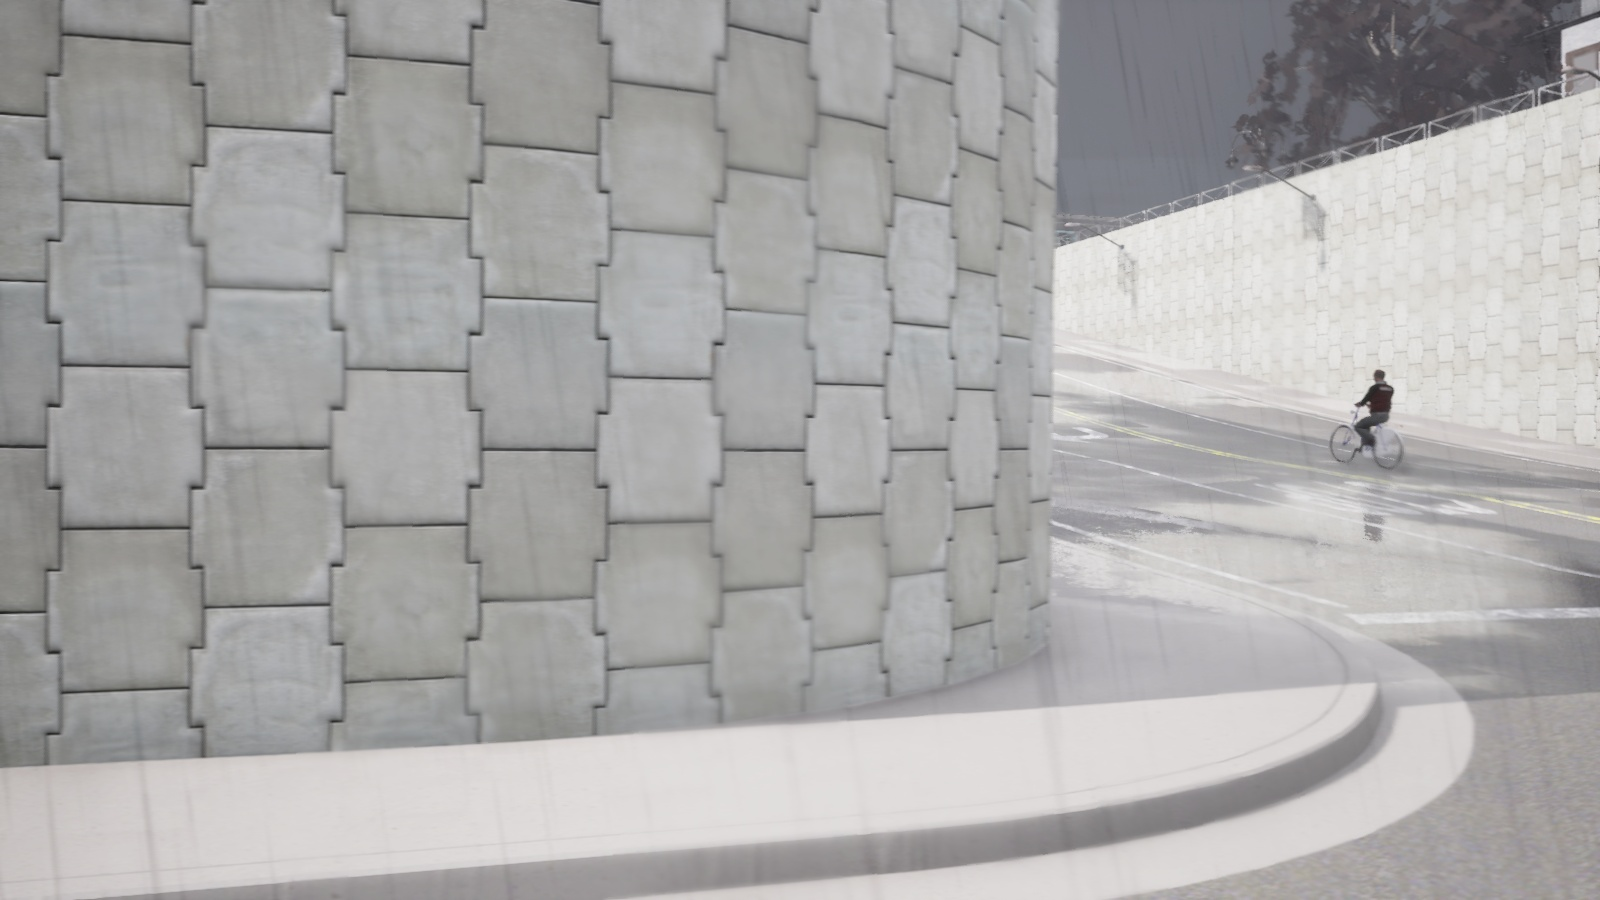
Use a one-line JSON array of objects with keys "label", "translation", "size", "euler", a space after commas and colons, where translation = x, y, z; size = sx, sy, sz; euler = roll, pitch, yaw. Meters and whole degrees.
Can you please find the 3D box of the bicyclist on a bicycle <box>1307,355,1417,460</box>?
[{"label": "bicyclist on a bicycle", "translation": [10.059, -0.790, 22.570], "size": [0.659, 1.776, 1.843], "euler": [0, 5, -16]}]
